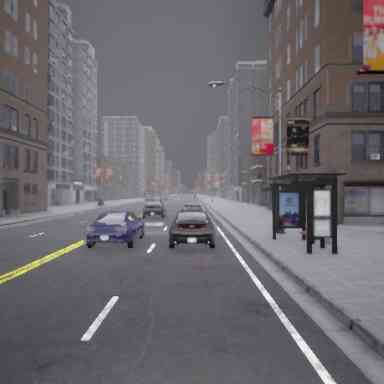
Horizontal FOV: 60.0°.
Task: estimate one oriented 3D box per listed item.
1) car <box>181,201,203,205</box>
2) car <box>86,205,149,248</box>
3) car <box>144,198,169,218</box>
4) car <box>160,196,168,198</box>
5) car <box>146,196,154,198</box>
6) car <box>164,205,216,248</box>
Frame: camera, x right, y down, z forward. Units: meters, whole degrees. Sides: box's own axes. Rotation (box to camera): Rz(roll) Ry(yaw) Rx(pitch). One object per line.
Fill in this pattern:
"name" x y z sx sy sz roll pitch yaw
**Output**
"car" 0.000 1.503 29.650 2.128 1.511 4.902 0 0 0
"car" -3.249 1.535 14.650 1.812 1.442 4.674 0 0 0
"car" -3.250 1.524 29.650 1.837 1.490 4.892 0 0 0
"car" -6.500 1.539 76.727 1.994 1.385 4.181 0 0 0
"car" -9.750 1.539 76.727 1.994 1.385 4.181 0 0 0
"car" 0.001 1.519 14.650 1.837 1.490 4.892 0 0 0
